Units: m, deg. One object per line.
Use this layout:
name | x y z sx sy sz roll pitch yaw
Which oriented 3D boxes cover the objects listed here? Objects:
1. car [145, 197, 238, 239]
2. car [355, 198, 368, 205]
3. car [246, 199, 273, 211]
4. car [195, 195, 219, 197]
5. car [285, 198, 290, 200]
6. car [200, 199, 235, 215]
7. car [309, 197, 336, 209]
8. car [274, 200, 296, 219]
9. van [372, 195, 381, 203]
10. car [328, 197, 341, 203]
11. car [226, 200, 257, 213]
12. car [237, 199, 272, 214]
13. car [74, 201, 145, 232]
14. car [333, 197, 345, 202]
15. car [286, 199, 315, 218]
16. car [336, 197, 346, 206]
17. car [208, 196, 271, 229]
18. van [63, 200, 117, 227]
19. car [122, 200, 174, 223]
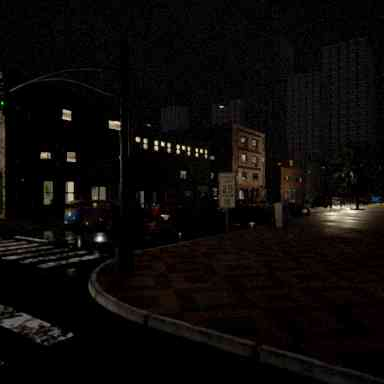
car | 0.138 1.349 17.790 2.192 1.841 5.009 -1 -1 35
car | 32.067 1.801 62.868 2.008 1.369 4.403 -1 -1 35
car | 9.263 1.722 45.169 2.008 1.369 4.403 -1 -1 35
car | 1.117 1.315 29.184 2.150 2.045 5.566 0 0 35
car | 15.549 1.741 54.046 1.752 1.417 4.829 -1 -1 35
car | 2.877 1.569 36.155 1.967 1.590 4.097 -1 -1 35
car | 19.484 1.538 49.576 2.097 1.767 4.553 0 0 35
car | 6.525 1.616 26.804 1.887 1.381 4.507 -1 -1 35
van | 44.837 1.694 80.903 1.690 1.788 3.998 -1 -1 35
car | 34.805 1.914 81.233 2.008 1.369 4.403 -1 -1 35
car | 6.070 1.700 40.661 2.008 1.369 4.403 -1 -1 35
car | 7.159 1.609 37.694 1.882 1.535 5.008 0 0 36
car | -4.584 1.538 21.137 1.882 1.535 5.008 0 0 35
car | 37.998 1.935 85.741 1.887 1.381 4.507 -1 -1 35
car | 9.718 1.657 31.313 1.947 1.339 4.313 -1 -1 35
car | 25.356 1.828 57.867 1.895 1.301 4.718 0 0 36
car | 3.331 1.367 22.298 2.192 1.841 5.009 -1 -1 35
van | -6.701 1.413 22.631 1.690 1.788 3.998 -1 0 35
car | -3.509 1.530 27.138 1.967 1.590 4.097 -1 -1 35
